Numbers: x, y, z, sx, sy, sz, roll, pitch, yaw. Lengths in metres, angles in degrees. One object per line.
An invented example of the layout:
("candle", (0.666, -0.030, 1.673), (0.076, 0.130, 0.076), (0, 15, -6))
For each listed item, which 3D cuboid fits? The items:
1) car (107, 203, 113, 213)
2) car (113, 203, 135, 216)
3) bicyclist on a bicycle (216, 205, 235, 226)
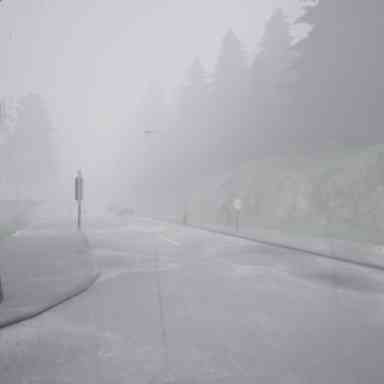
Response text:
("car", (-12.268, 2.508, 52.523), (2.033, 1.411, 5.357), (0, -1, -21))
("car", (-8.737, 2.315, 43.328), (1.812, 1.442, 4.674), (0, -1, -21))
("bicyclist on a bicycle", (2.579, 1.792, 25.375), (1.656, 1.620, 0.582), (0, -1, -21))
